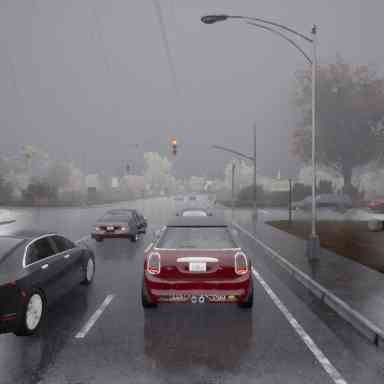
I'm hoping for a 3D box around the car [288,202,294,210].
[{"bbox_3d":[14.025,1.516,39.929,4.892,1.490,1.837,0,0,3],"label":"car"}]

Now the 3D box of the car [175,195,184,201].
[{"bbox_3d":[-3.414,1.569,85.309,1.994,1.385,4.181,0,0,0],"label":"car"}]

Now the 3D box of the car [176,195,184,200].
[{"bbox_3d":[-3.365,1.430,95.335,1.994,1.385,4.181,0,0,1],"label":"car"}]

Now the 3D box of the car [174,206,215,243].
[{"bbox_3d":[0.116,1.531,17.107,1.812,1.442,4.674,0,0,0],"label":"car"}]

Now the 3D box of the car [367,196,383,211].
[{"bbox_3d":[23.859,1.223,39.387,5.566,2.045,2.150,0,0,3],"label":"car"}]

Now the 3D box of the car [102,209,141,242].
[{"bbox_3d":[-3.386,1.552,16.312,2.033,1.411,5.357,0,0,0],"label":"car"}]

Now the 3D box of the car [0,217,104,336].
[{"bbox_3d":[-3.392,1.507,6.654,1.837,1.490,4.892,0,0,0],"label":"car"}]

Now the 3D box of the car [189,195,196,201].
[{"bbox_3d":[0.084,1.524,84.985,1.837,1.490,4.892,0,0,0],"label":"car"}]

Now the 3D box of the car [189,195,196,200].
[{"bbox_3d":[0.136,1.551,95.340,1.812,1.442,4.674,0,0,1],"label":"car"}]

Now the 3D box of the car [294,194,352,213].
[{"bbox_3d":[14.501,1.232,36.394,5.566,2.045,2.150,0,0,3],"label":"car"}]

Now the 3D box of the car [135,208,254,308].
[{"bbox_3d":[0.107,1.354,8.067,2.097,1.767,4.553,0,0,0],"label":"car"}]
